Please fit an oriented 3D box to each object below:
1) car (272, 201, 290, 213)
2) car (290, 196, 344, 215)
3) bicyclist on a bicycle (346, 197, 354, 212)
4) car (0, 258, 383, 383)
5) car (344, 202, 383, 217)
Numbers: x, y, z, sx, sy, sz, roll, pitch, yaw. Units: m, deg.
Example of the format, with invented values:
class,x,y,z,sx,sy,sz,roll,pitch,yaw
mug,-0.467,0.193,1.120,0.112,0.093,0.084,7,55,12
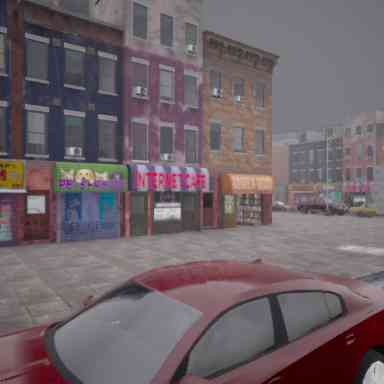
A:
class,x,y,z,sx,sy,sz,roll,pitch,yaw
car,9.744,1.657,37.815,1.802,1.307,4.206,0,0,-35
car,12.909,1.376,33.377,2.192,1.841,5.009,0,0,-35
bicyclist on a bicycle,17.464,1.373,36.715,1.656,1.620,0.582,0,0,-35
car,0.032,1.478,3.095,5.008,1.535,1.882,0,0,-35
car,16.174,1.572,28.799,1.752,1.417,4.829,0,0,-35
